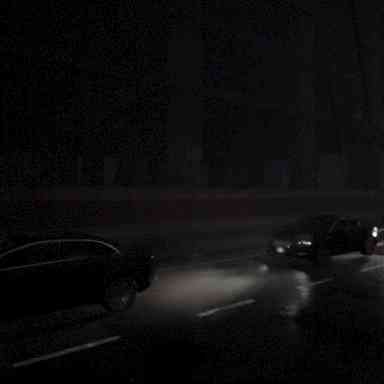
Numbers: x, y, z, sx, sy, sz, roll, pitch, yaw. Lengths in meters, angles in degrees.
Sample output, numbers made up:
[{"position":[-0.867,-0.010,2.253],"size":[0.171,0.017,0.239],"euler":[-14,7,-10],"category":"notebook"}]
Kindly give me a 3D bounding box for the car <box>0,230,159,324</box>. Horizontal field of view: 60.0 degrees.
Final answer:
[{"position":[-2.990,1.522,6.166],"size":[4.902,1.511,2.128],"euler":[0,0,-36],"category":"car"}]

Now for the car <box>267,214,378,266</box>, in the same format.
[{"position":[4.723,1.547,11.804],"size":[4.902,1.511,2.128],"euler":[0,0,-36],"category":"car"}]
